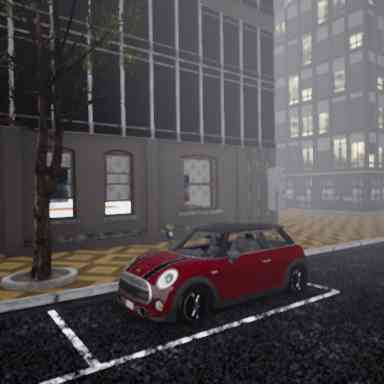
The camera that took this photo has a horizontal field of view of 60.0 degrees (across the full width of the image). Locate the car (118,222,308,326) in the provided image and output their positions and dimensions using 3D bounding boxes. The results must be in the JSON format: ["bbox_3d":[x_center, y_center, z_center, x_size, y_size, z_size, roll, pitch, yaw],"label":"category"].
[{"bbox_3d":[0.530,1.430,6.964,4.097,1.590,1.967,0,-1,-36],"label":"car"}]
